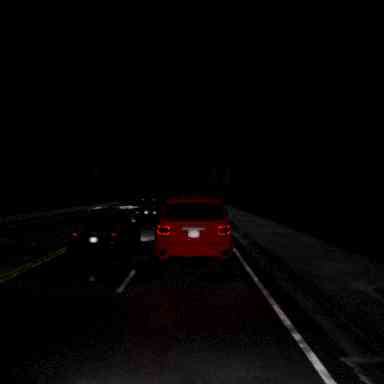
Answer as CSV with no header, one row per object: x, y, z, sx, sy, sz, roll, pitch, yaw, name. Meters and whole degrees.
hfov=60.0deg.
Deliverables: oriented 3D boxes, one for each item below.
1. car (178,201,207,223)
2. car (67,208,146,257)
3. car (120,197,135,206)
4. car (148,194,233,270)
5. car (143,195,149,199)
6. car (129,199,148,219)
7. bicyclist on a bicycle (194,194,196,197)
0.044,1.485,25.886,2.033,1.411,5.357,0,0,0,car
-3.188,1.527,12.807,1.994,1.385,4.181,0,0,0,car
-9.829,1.451,52.061,2.033,1.411,5.357,0,0,0,car
0.052,1.184,11.063,2.150,2.045,5.566,0,-1,0,car
-6.576,1.256,52.510,2.097,1.767,4.553,0,0,0,car
-3.205,1.485,25.856,2.033,1.411,5.357,0,0,0,car
0.889,1.316,91.545,0.866,1.612,1.509,0,0,0,bicyclist on a bicycle
